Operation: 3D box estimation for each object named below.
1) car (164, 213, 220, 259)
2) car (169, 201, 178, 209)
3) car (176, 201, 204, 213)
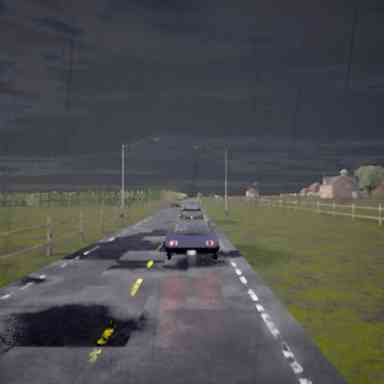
[{"bbox_3d":[0.008,1.745,13.240,1.895,1.301,4.718,0,-1,0],"label":"car"},{"bbox_3d":[-2.867,2.230,57.813,1.895,1.301,4.718,0,-1,0],"label":"car"},{"bbox_3d":[0.000,1.803,28.493,2.128,1.511,4.902,0,0,1],"label":"car"}]
